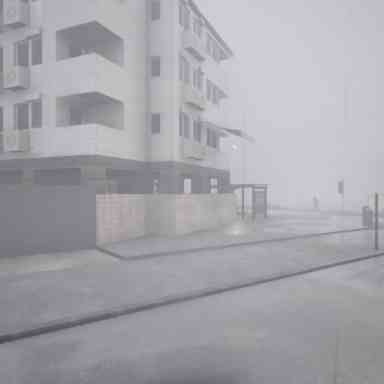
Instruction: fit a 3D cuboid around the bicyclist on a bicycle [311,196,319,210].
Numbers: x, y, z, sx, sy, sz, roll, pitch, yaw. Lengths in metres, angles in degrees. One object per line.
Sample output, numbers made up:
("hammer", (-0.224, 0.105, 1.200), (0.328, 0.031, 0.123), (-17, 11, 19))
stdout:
("bicyclist on a bicycle", (14.652, 1.349, 39.554), (1.656, 1.620, 0.582), (0, 0, -35))
